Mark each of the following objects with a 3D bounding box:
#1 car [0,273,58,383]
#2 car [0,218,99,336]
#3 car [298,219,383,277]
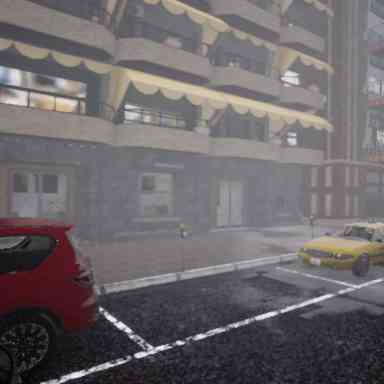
[{"bbox_3d":[-3.111,1.523,1.144,4.674,1.442,1.812,0,0,-35],"label":"car"},{"bbox_3d":[-3.648,1.314,3.941,5.009,1.841,2.192,0,1,-35],"label":"car"},{"bbox_3d":[5.278,1.542,10.309,4.829,1.417,1.752,0,1,-35],"label":"car"}]
